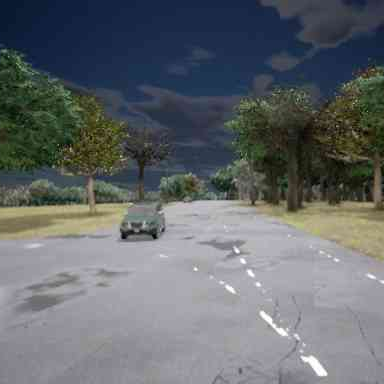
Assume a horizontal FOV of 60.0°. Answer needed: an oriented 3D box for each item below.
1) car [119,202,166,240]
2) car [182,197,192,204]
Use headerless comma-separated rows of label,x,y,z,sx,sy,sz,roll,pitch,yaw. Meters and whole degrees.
car,-2.979,1.738,21.208,2.150,2.045,5.566,-2,1,2
car,-1.017,1.863,72.208,1.837,1.490,4.892,-1,0,4
